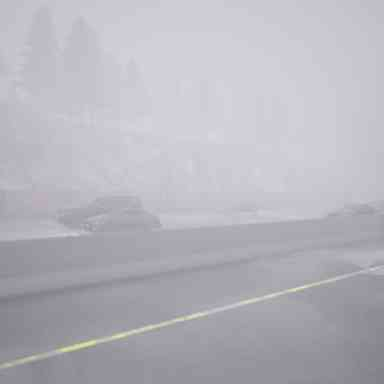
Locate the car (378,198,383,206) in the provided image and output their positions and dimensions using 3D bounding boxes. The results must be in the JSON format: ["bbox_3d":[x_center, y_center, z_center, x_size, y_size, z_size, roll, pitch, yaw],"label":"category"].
[{"bbox_3d":[35.253,1.764,60.142,1.895,1.301,4.718,0,0,43],"label":"car"}]

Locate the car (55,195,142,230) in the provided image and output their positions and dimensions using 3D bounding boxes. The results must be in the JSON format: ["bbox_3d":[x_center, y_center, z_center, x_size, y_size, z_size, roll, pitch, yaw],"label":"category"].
[{"bbox_3d":[-5.739,1.232,21.397,5.566,2.045,2.150,0,0,-36],"label":"car"}]

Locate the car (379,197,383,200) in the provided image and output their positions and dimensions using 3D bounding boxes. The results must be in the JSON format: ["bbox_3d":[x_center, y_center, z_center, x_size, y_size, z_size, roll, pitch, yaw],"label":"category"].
[{"bbox_3d":[20.651,1.591,36.665,5.008,1.535,1.882,0,0,-37],"label":"car"}]

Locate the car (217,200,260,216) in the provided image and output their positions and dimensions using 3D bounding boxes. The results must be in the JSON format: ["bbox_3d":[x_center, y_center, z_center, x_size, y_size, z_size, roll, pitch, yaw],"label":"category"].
[{"bbox_3d":[4.681,1.550,33.361,4.902,1.511,2.128,0,0,-37],"label":"car"}]

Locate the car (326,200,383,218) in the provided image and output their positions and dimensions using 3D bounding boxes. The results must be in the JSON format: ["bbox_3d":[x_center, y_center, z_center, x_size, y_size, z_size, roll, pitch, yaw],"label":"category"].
[{"bbox_3d":[12.826,1.623,26.352,5.357,1.411,2.033,0,0,-37],"label":"car"}]

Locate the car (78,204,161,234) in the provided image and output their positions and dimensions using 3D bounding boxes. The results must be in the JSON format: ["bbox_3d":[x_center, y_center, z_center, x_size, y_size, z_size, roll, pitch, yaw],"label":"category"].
[{"bbox_3d":[-3.798,1.576,18.495,4.181,1.385,1.994,0,0,-36],"label":"car"}]
